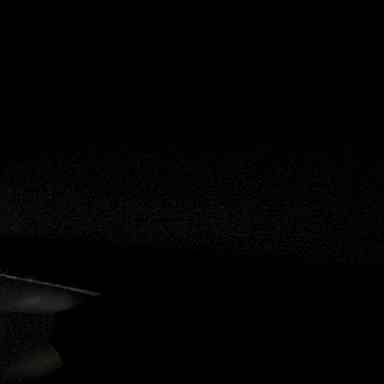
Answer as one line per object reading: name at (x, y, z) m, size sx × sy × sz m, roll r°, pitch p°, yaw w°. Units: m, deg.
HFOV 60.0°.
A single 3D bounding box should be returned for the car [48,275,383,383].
car at (0.664, 1.590, 3.345) m, size 4.718 × 1.301 × 1.895 m, roll 0°, pitch 0°, yaw 34°
